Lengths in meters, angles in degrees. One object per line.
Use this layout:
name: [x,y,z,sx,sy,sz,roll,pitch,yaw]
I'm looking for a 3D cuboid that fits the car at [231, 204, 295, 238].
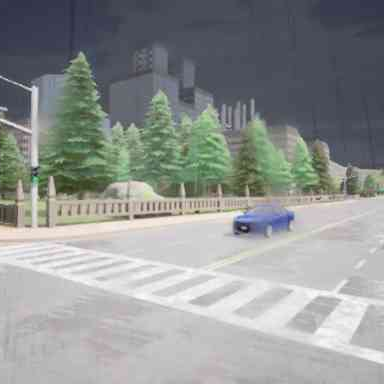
car: [3.881,1.425,17.680,1.882,1.535,5.008,1,0,35]
